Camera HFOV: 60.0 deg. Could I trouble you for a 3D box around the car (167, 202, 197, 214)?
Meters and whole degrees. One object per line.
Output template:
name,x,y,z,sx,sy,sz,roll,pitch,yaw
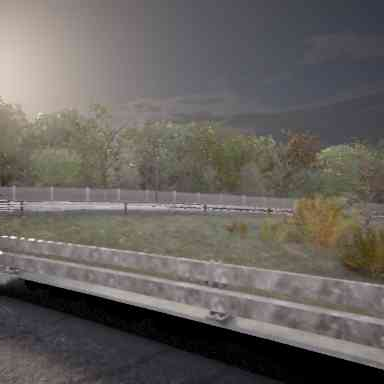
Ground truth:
car,-1.149,2.201,47.321,4.902,1.511,2.128,3,-1,-28
